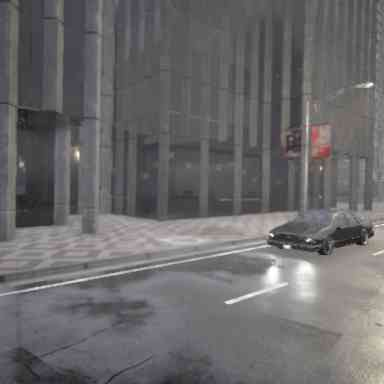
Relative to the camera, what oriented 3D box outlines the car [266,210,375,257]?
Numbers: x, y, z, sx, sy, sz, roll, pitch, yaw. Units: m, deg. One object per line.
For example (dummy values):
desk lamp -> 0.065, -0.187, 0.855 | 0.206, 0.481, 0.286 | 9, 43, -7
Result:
car -> 5.100, 1.393, 12.629 | 5.357, 1.411, 2.033 | 0, 1, -42
